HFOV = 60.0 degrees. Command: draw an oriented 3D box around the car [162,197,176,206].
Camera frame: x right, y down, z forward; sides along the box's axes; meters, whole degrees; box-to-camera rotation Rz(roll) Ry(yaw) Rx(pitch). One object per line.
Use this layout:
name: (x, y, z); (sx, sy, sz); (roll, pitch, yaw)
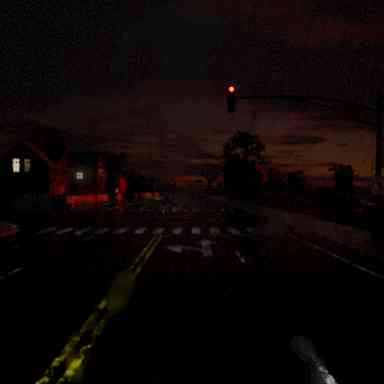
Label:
car: (-3.261, 1.319, 47.706); (1.895, 1.301, 4.718); (0, 0, 0)
